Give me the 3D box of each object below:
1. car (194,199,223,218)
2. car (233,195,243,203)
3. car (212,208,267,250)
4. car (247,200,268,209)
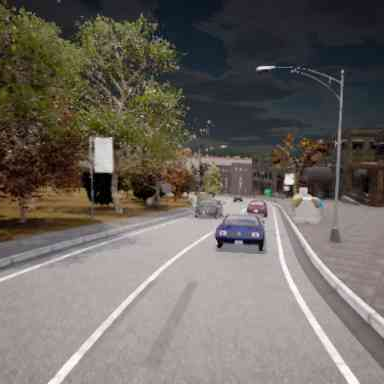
[{"bbox_3d":[1.497,1.386,27.872,1.837,1.490,4.892,2,0,13],"label":"car"},{"bbox_3d":[9.340,1.373,67.464,2.033,1.411,5.357,1,0,5],"label":"car"},{"bbox_3d":[2.242,1.601,14.634,1.895,1.301,4.718,2,0,12],"label":"car"},{"bbox_3d":[6.223,1.507,31.733,1.812,1.442,4.674,2,0,13],"label":"car"}]
